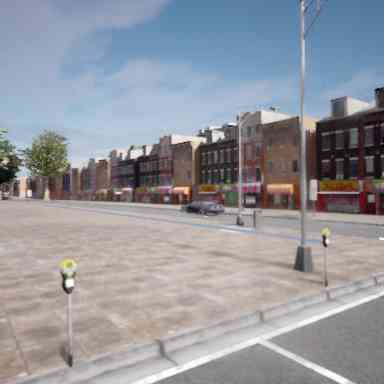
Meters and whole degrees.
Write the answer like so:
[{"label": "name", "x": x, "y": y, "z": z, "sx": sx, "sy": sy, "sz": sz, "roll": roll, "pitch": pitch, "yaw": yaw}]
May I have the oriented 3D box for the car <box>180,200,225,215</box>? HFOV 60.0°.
[{"label": "car", "x": 0.982, "y": 1.526, "z": 33.224, "sx": 2.033, "sy": 1.411, "sz": 5.357, "roll": -1, "pitch": 0, "yaw": -35}]
